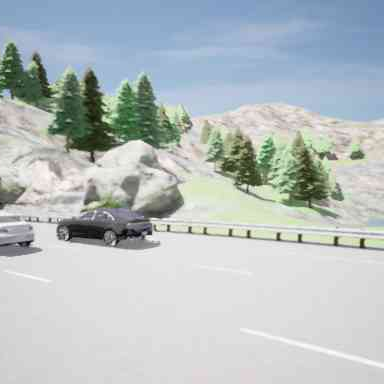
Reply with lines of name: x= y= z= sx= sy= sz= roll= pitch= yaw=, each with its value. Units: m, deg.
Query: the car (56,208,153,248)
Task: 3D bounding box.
car: x=-3.981 y=1.474 z=14.799 sx=4.902 sy=1.511 sz=2.128 roll=0 pitch=0 yaw=32

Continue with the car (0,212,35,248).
car: x=-8.233 y=1.516 z=13.313 sx=4.674 sy=1.442 sz=1.812 roll=0 pitch=0 yaw=31
